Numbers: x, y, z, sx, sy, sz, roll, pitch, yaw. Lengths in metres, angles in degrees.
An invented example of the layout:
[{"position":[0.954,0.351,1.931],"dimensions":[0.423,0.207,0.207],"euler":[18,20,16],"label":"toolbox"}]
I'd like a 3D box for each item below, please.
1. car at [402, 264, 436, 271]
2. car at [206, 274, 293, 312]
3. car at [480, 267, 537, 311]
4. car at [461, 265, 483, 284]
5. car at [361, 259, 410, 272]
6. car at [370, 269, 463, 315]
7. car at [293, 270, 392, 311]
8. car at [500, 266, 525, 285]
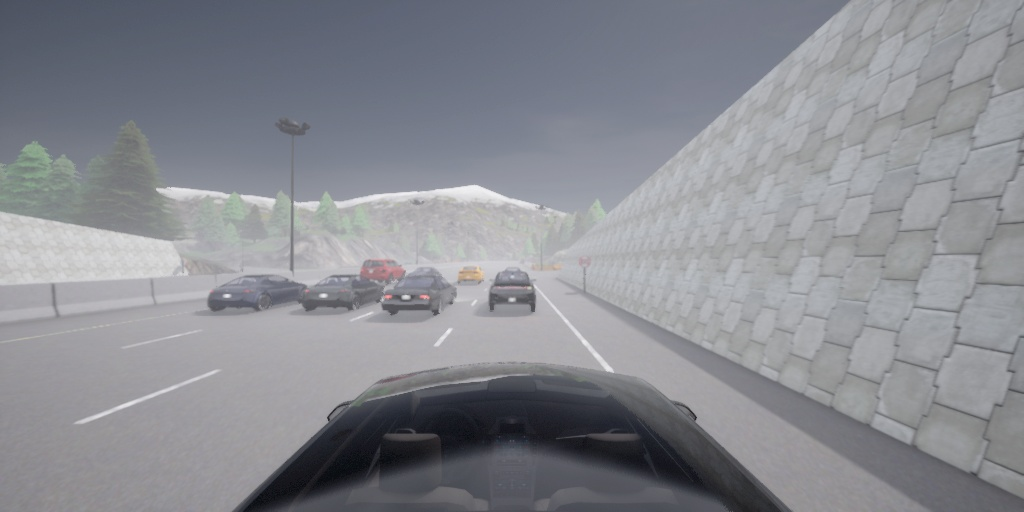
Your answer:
[{"position":[-6.984,1.596,29.361],"dimensions":[2.033,1.411,5.357],"euler":[0,-1,0],"label":"car"},{"position":[-10.474,1.461,15.217],"dimensions":[1.994,1.385,4.181],"euler":[0,-1,1],"label":"car"},{"position":[0.026,1.390,15.328],"dimensions":[2.128,1.511,4.902],"euler":[0,0,1],"label":"car"},{"position":[-3.469,1.544,31.075],"dimensions":[1.882,1.535,5.008],"euler":[0,0,0],"label":"car"},{"position":[-10.485,1.274,29.411],"dimensions":[2.150,2.045,5.566],"euler":[0,0,0],"label":"car"},{"position":[-3.488,1.434,14.336],"dimensions":[2.033,1.411,5.357],"euler":[0,-1,0],"label":"car"},{"position":[-6.970,1.462,15.299],"dimensions":[1.994,1.385,4.181],"euler":[0,-1,0],"label":"car"},{"position":[0.099,1.624,30.407],"dimensions":[1.994,1.385,4.181],"euler":[0,-1,2],"label":"car"}]
